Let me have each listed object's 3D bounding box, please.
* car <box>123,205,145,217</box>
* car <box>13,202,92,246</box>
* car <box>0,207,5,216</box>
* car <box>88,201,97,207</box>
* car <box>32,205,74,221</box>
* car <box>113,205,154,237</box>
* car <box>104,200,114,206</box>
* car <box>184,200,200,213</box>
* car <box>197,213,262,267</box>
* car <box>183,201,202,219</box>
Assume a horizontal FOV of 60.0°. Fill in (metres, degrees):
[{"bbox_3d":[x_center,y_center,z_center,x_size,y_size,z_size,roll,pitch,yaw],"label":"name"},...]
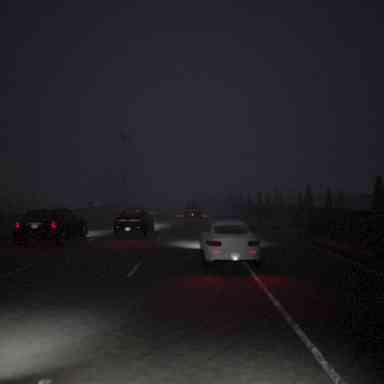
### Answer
[{"bbox_3d":[-6.893,2.219,40.000,1.895,1.301,4.718,0,-1,0],"label":"car"},{"bbox_3d":[-6.896,1.576,16.724,2.097,1.767,4.553,0,-1,0],"label":"car"},{"bbox_3d":[-21.094,2.019,33.880,1.837,1.490,4.892,0,-1,0],"label":"car"},{"bbox_3d":[-19.341,2.526,63.792,1.837,1.490,4.892,1,-1,-10],"label":"car"},{"bbox_3d":[-14.091,2.067,34.180,2.033,1.411,5.357,0,-1,0],"label":"car"},{"bbox_3d":[-3.397,1.772,20.018,2.128,1.511,4.902,0,-1,0],"label":"car"},{"bbox_3d":[-18.577,2.537,74.708,2.097,1.767,4.553,0,-1,-16],"label":"car"},{"bbox_3d":[-0.069,2.110,48.172,2.097,1.767,4.553,0,-1,-2],"label":"car"},{"bbox_3d":[1.228,1.667,11.773,1.812,1.442,4.674,0,-1,0],"label":"car"},{"bbox_3d":[0.061,2.058,36.072,1.837,1.490,4.892,0,-1,0],"label":"car"}]
